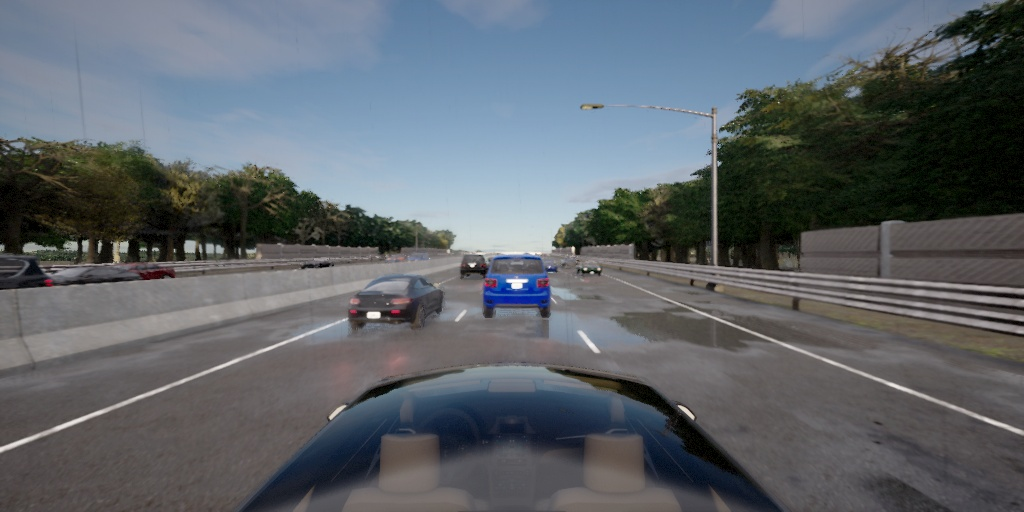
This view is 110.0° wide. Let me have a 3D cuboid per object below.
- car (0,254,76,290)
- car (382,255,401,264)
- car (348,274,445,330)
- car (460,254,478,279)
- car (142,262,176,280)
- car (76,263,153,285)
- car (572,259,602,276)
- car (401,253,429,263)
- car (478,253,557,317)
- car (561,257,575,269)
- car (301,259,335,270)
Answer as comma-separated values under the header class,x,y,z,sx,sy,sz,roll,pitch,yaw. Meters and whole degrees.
class,x,y,z,sx,sy,sz,roll,pitch,yaw
car,-14.070,0.964,7.827,2.150,2.045,5.566,0,0,0
car,-16.948,0.943,51.121,1.994,1.385,4.181,0,1,1
car,-3.341,1.265,11.024,1.812,1.442,4.674,0,0,1
car,-3.082,0.850,30.897,2.150,2.045,5.566,0,1,1
car,-23.688,1.178,22.202,1.882,1.535,5.008,0,0,-2
car,-20.974,1.248,17.558,1.812,1.442,4.674,0,0,1
car,7.260,1.194,34.300,1.895,1.301,4.718,0,1,2
car,-13.449,0.599,51.172,2.150,2.045,5.566,0,1,1
car,0.177,0.956,13.238,2.150,2.045,5.566,0,0,1
car,7.603,0.915,47.606,2.128,1.511,4.902,0,1,1
car,-24.055,1.078,44.585,1.895,1.301,4.718,0,1,1
